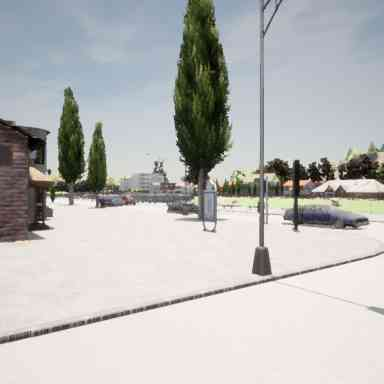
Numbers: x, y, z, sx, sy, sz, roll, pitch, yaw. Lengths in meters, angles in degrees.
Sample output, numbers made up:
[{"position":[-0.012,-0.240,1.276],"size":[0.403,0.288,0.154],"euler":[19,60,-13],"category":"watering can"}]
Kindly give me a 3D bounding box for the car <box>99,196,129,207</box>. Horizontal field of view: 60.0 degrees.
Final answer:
[{"position":[-11.705,1.351,49.751],"size":[2.097,1.767,4.553],"euler":[0,0,-35],"category":"car"}]

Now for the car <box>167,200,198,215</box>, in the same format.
[{"position":[-0.867,1.564,34.605],"size":[1.994,1.385,4.181],"euler":[0,0,-36],"category":"car"}]

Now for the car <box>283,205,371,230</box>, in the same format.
[{"position":[8.480,1.547,21.540],"size":[2.033,1.411,5.357],"euler":[0,0,-35],"category":"car"}]

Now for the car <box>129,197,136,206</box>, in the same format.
[{"position":[-10.938,1.526,55.800],"size":[1.812,1.442,4.674],"euler":[0,0,-36],"category":"car"}]
